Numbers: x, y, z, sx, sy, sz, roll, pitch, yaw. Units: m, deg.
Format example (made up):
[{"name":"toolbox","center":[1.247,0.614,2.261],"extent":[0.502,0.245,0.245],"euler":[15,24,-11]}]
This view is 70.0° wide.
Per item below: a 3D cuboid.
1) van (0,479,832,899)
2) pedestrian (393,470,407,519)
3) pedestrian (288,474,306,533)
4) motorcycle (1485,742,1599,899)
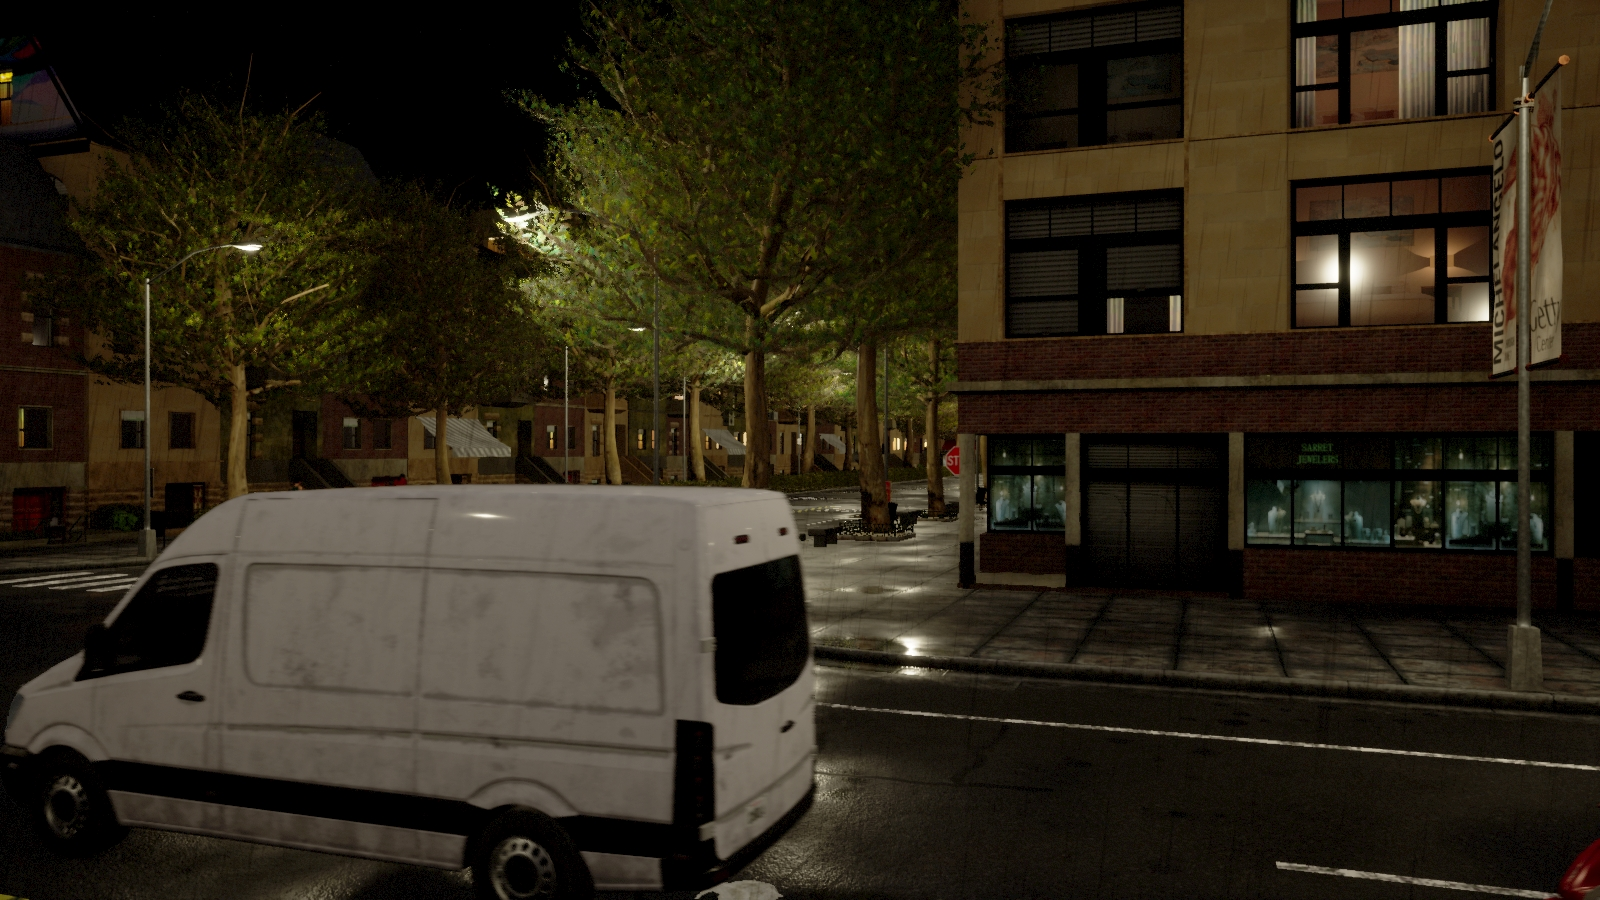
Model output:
[{"name":"van","center":[-2.894,1.534,8.097],"extent":[5.915,2.561,1.988],"euler":[0,0,20]},{"name":"pedestrian","center":[-15.347,1.696,43.862],"extent":[0.375,1.860,0.375],"euler":[0,0,20]},{"name":"pedestrian","center":[-16.023,1.696,36.417],"extent":[0.375,1.860,0.375],"euler":[0,0,14]},{"name":"motorcycle","center":[4.375,2.182,5.418],"extent":[1.805,1.236,0.856],"euler":[0,0,20]}]
